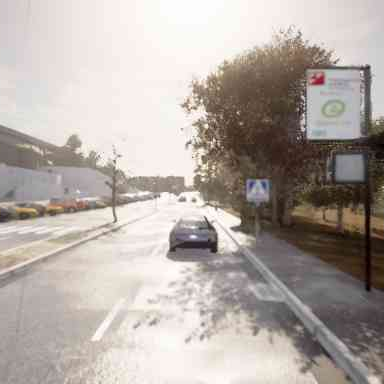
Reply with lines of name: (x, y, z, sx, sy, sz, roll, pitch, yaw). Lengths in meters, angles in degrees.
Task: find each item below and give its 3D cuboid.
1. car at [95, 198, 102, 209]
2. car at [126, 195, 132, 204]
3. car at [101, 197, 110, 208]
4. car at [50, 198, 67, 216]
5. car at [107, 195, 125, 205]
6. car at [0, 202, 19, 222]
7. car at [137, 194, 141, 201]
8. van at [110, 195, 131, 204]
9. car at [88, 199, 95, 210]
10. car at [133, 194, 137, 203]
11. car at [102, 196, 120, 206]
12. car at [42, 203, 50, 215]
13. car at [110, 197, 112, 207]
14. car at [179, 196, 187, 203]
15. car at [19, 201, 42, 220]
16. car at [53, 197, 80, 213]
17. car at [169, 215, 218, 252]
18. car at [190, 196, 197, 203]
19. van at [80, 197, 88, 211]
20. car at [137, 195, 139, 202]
car: (-16.641, 1.965, 50.374, 4.792, 1.488, 2.163, 0, 0, -20)
car: (-16.464, 1.750, 71.295, 5.566, 2.045, 2.435, 0, 0, -20)
car: (-16.424, 1.952, 53.442, 5.366, 1.575, 1.946, 0, -1, -20)
car: (-16.529, 1.752, 35.532, 5.366, 1.575, 1.946, 0, -1, -20)
car: (-16.552, 1.749, 65.299, 5.566, 2.045, 2.435, 0, 0, -20)
car: (-16.753, 1.665, 26.519, 4.674, 1.452, 2.002, 0, -1, -20)
car: (-16.372, 2.032, 86.228, 4.792, 1.488, 2.163, 0, 0, -20)
van: (-16.562, 1.777, 77.203, 4.442, 1.987, 1.878, 0, 0, -20)
car: (-16.627, 1.946, 47.401, 4.674, 1.452, 2.002, 0, 0, -20)
car: (-16.405, 1.877, 80.237, 4.553, 1.767, 2.185, 0, 0, -20)
car: (-16.539, 2.034, 62.327, 4.674, 1.452, 2.002, 0, 0, -20)
car: (-16.748, 1.740, 32.471, 4.792, 1.488, 2.163, 0, -1, -20)
car: (-16.551, 2.003, 56.370, 4.792, 1.488, 2.163, 0, -1, -20)
car: (-2.518, 1.968, 91.354, 2.097, 1.767, 4.553, 0, 0, 0)
car: (-16.566, 1.663, 29.567, 5.366, 1.575, 1.946, 0, -1, -20)
car: (-16.639, 1.713, 41.444, 4.553, 1.767, 2.185, 0, -1, -20)
car: (0.063, 1.692, 14.594, 1.994, 1.385, 4.181, 0, -1, 0)
car: (0.478, 2.177, 90.951, 2.033, 1.411, 5.357, 0, 0, 0)
van: (-16.543, 1.651, 44.471, 4.442, 1.987, 1.878, 0, -1, -20)
car: (-16.411, 2.043, 83.210, 4.674, 1.452, 2.002, 0, 0, -20)
